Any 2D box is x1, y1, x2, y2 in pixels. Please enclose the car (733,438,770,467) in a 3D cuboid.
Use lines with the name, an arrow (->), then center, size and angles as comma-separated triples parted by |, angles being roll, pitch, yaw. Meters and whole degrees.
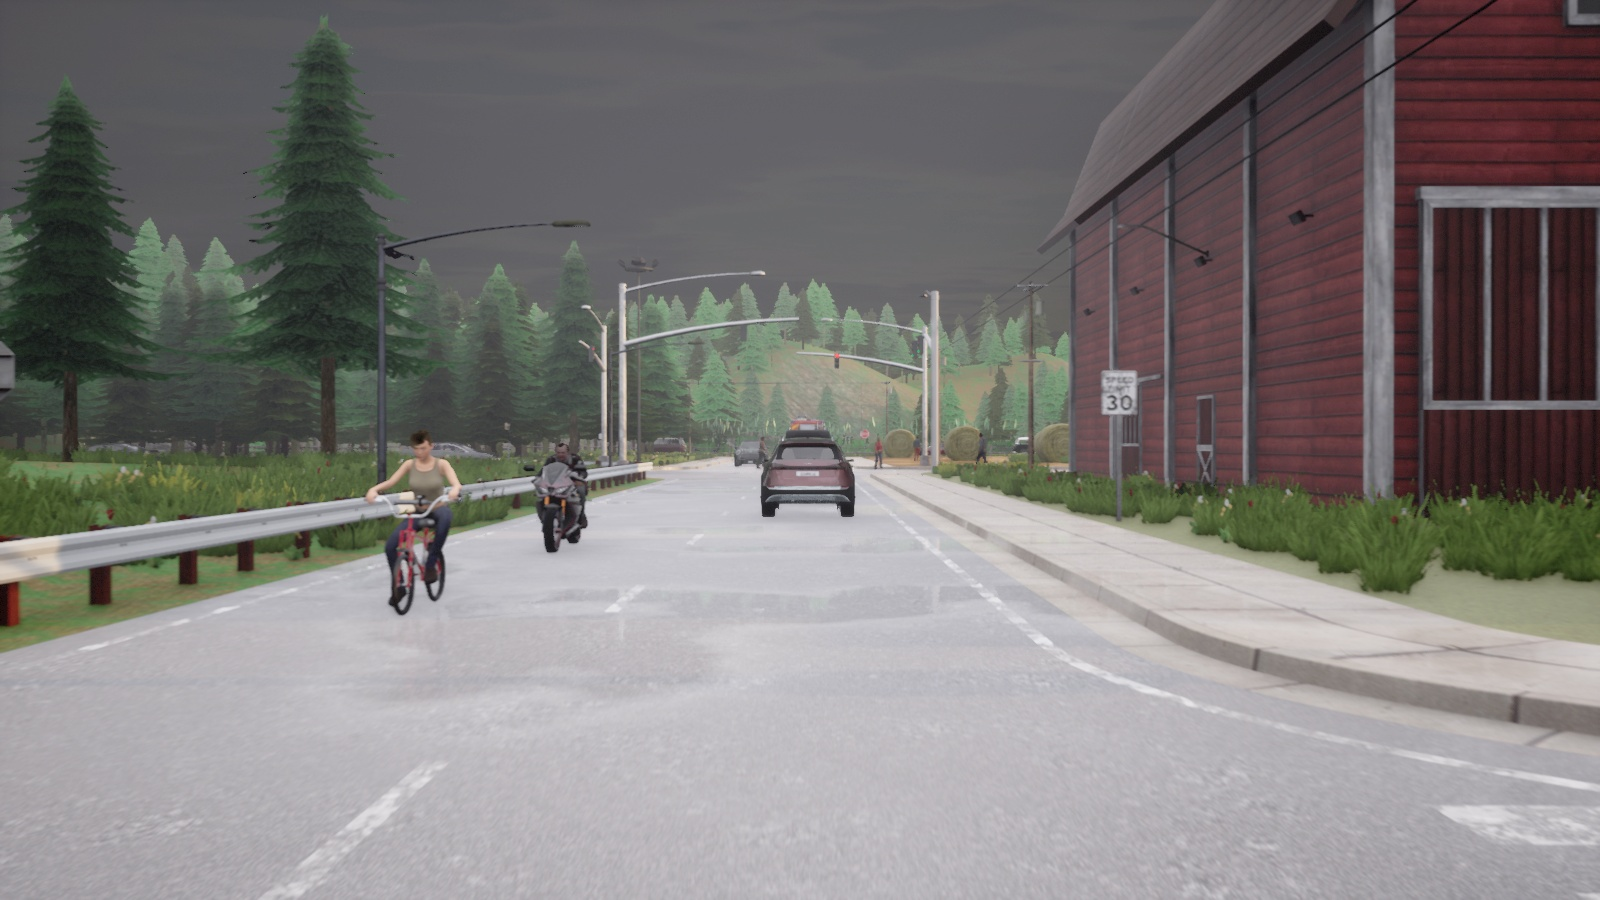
car -> -3.034, 0.151, 79.366 | 2.097, 1.767, 4.553 | 0, 0, 0

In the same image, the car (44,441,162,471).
car -> -35.734, 0.302, 64.460 | 5.008, 1.535, 1.882 | 0, 0, 0

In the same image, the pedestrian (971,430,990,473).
pedestrian -> 8.301, 0.055, 57.758 | 0.423, 1.949, 0.788 | 0, 0, -43

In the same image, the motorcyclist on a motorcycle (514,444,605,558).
motorcyclist on a motorcycle -> -3.383, 0.677, 17.879 | 0.866, 1.530, 2.191 | 0, 0, 0

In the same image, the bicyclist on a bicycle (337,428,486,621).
bicyclist on a bicycle -> -3.428, 0.616, 11.235 | 0.866, 1.612, 1.509 | 0, 0, 0

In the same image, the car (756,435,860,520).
car -> 0.169, 0.523, 27.009 | 2.033, 1.649, 4.856 | 0, 0, 0

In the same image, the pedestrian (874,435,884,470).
pedestrian -> 4.278, 0.137, 67.613 | 0.331, 1.846, 0.636 | 0, 0, -17

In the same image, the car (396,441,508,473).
car -> -16.890, 0.314, 61.153 | 4.902, 1.511, 2.128 | 0, 0, -1

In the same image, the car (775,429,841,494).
car -> 0.232, 0.326, 38.095 | 1.905, 1.878, 3.866 | 0, 0, 0
